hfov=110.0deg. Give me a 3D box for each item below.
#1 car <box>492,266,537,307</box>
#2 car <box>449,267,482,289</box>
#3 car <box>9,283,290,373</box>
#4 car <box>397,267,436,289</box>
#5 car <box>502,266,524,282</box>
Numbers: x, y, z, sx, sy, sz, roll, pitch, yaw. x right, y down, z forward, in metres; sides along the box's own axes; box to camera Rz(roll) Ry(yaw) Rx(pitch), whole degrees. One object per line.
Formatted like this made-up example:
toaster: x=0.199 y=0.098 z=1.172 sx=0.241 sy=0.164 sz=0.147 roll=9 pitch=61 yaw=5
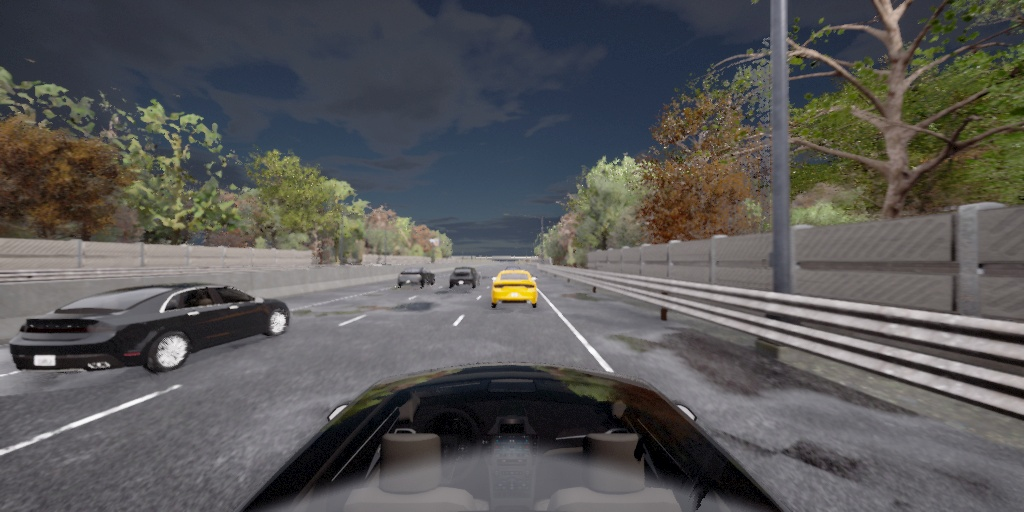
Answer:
car: x=0.104 y=1.407 z=16.540 sx=1.882 sy=1.535 sz=5.008 roll=0 pitch=-1 yaw=0
car: x=-3.400 y=1.561 z=26.372 sx=1.837 sy=1.490 sz=4.892 roll=0 pitch=-1 yaw=0
car: x=-6.899 y=1.326 z=7.722 sx=1.837 sy=1.490 sz=4.892 roll=0 pitch=-1 yaw=0
car: x=-6.898 y=1.547 z=26.276 sx=2.128 sy=1.511 sz=4.902 roll=0 pitch=-1 yaw=0
car: x=0.100 y=1.726 z=35.726 sx=2.033 sy=1.411 sz=5.357 roll=0 pitch=-1 yaw=0
